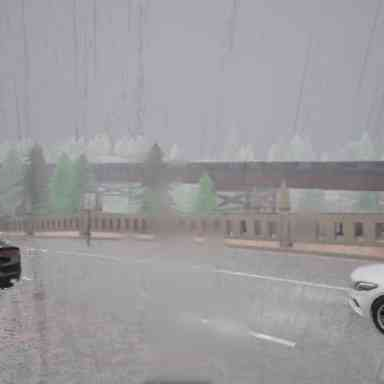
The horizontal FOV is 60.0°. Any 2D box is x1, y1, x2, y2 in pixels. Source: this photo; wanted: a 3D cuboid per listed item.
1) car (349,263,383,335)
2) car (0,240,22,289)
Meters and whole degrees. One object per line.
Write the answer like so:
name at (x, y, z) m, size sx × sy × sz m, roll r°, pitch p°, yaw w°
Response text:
car at (4.861, 1.533, 4.826) m, size 4.674 × 1.442 × 1.812 m, roll 0°, pitch 0°, yaw 36°
car at (-6.365, 1.690, 8.539) m, size 5.008 × 1.535 × 1.882 m, roll -3°, pitch -2°, yaw 35°
